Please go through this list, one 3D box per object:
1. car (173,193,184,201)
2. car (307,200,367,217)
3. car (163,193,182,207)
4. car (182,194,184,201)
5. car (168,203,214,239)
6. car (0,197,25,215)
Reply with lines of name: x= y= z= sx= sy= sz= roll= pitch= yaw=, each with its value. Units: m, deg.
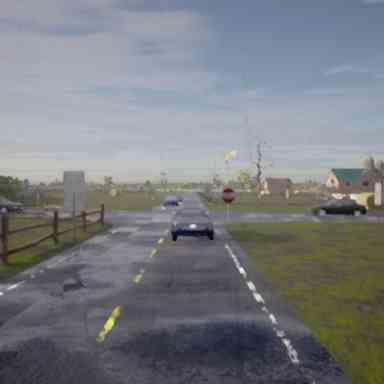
car: x=-2.714 y=0.997 z=68.757 sx=2.128 sy=1.511 sz=4.902 roll=0 pitch=0 yaw=0
car: x=13.035 y=1.429 z=30.045 sx=5.008 sy=1.535 sz=1.882 roll=1 pitch=1 yaw=0
car: x=-2.773 y=1.135 z=45.212 sx=1.882 sy=1.535 sz=5.008 roll=0 pitch=0 yaw=0
car: x=-2.741 y=1.125 z=58.166 sx=1.994 sy=1.385 sz=4.181 roll=0 pitch=0 yaw=0
car: x=-0.046 y=1.439 z=16.468 sx=1.994 sy=1.385 sz=4.181 roll=0 pitch=0 yaw=-3
car: x=-16.454 y=1.100 z=27.619 sx=4.892 sy=1.490 sz=1.837 roll=1 pitch=1 yaw=2
